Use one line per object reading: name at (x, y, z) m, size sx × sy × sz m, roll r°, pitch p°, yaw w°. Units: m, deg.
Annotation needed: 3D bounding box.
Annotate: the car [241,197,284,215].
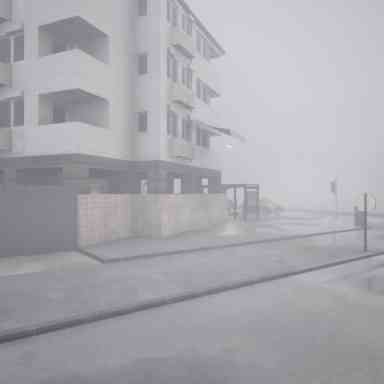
car at (7.225, 1.351, 34.203) m, size 2.097 × 1.767 × 4.553 m, roll 0°, pitch 0°, yaw -36°
